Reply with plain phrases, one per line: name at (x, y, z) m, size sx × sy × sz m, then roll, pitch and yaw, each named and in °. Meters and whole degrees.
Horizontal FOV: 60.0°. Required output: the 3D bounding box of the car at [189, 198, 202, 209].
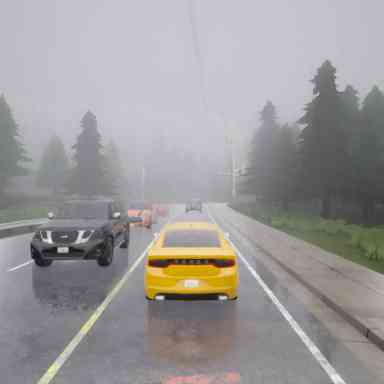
car at (0.607, 1.659, 49.405) m, size 1.837 × 1.490 × 4.892 m, roll 0°, pitch 0°, yaw 2°

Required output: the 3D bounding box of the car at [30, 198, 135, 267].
car at (-3.628, 1.253, 11.928) m, size 2.150 × 2.045 × 5.566 m, roll 0°, pitch 0°, yaw -2°

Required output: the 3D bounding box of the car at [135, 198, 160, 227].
car at (-3.589, 1.417, 22.222) m, size 2.097 × 1.767 × 4.553 m, roll 0°, pitch 0°, yaw 0°

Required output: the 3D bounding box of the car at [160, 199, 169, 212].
car at (-3.450, 1.451, 32.473) m, size 2.097 × 1.767 × 4.553 m, roll 0°, pitch 0°, yaw 1°

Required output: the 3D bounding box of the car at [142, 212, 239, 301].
car at (-0.011, 1.498, 8.451) m, size 1.882 × 1.535 × 5.008 m, roll 0°, pitch 0°, yaw 0°

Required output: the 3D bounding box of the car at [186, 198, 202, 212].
car at (0.224, 1.668, 39.012) m, size 2.033 × 1.411 × 5.357 m, roll 0°, pitch 0°, yaw 2°
